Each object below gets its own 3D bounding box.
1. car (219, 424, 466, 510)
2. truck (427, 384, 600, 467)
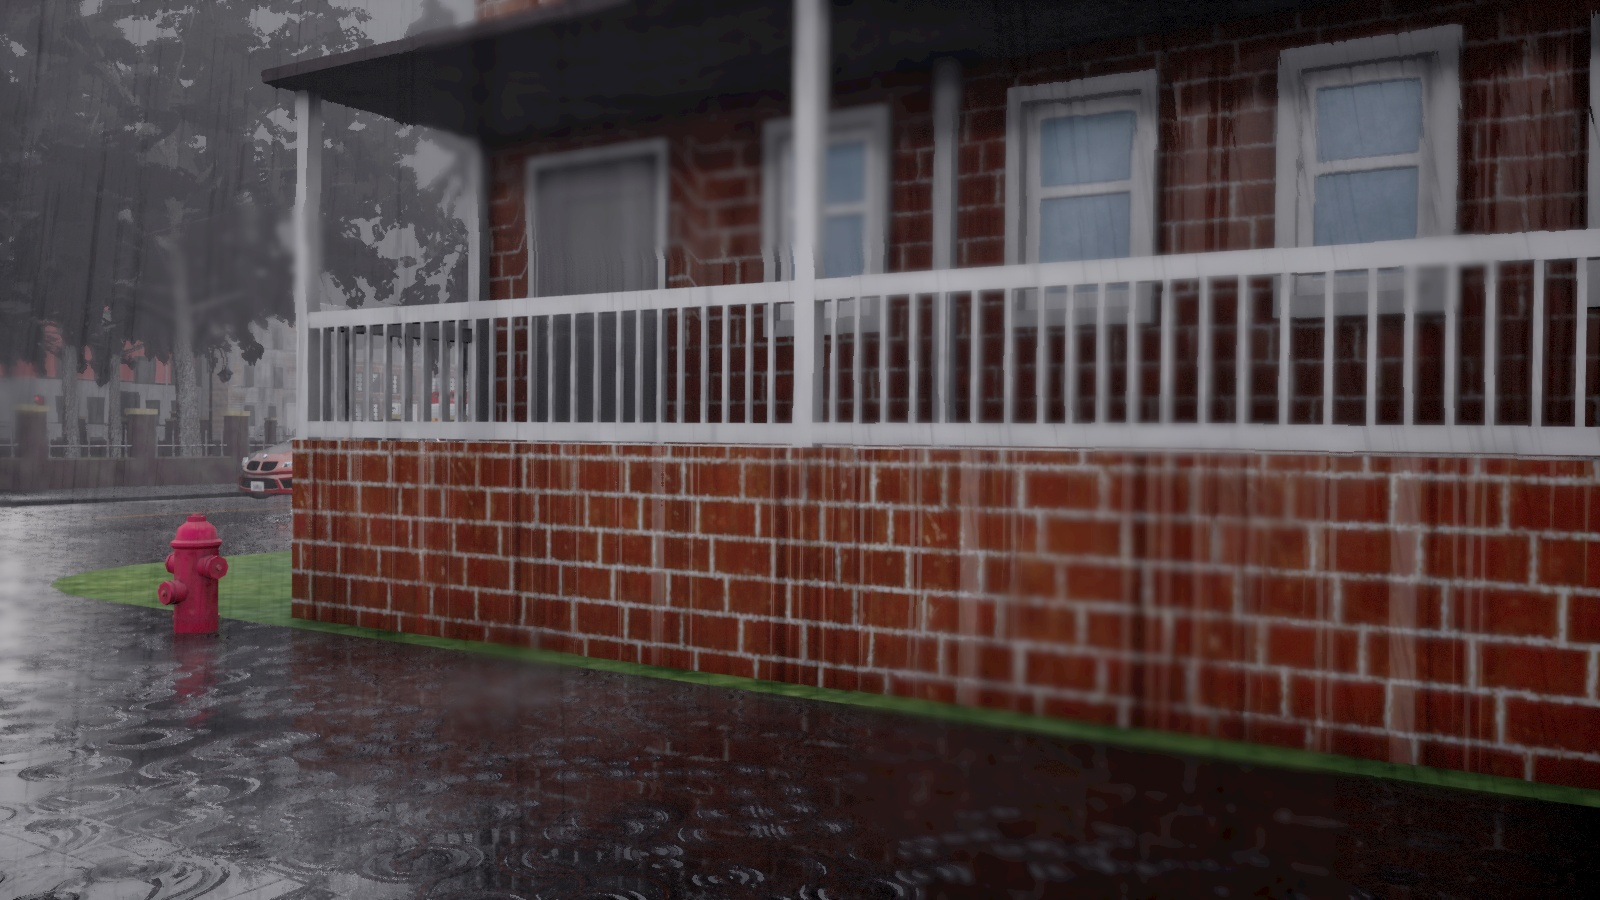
[{"bbox_3d":[-9.651,0.296,26.903,2.242,1.667,4.611,0,1,29],"label":"car"},{"bbox_3d":[-14.007,-1.140,61.061,8.468,3.827,2.891,0,1,30],"label":"truck"}]
